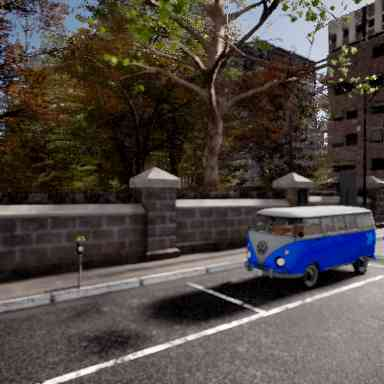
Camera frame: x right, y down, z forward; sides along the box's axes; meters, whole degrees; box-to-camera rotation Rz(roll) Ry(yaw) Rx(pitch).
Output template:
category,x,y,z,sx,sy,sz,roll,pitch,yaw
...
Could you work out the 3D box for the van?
category,x,y,z,sx,sy,sz,roll,pitch,yaw
van,3.209,1.287,8.784,3.998,1.788,1.690,-1,1,-35
